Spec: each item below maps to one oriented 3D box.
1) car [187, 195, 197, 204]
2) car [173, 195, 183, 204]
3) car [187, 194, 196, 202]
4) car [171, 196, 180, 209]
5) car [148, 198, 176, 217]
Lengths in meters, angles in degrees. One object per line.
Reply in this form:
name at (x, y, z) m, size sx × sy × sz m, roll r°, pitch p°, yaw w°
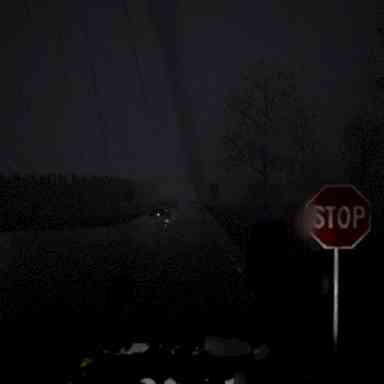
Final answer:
car at (-0.016, 1.521, 60.409) m, size 1.895 × 1.301 × 4.718 m, roll 0°, pitch 0°, yaw 1°
car at (-2.849, 1.266, 62.298) m, size 2.097 × 1.767 × 4.553 m, roll 0°, pitch 0°, yaw 0°
car at (-0.075, 1.284, 70.431) m, size 1.882 × 1.535 × 5.008 m, roll 0°, pitch 0°, yaw 0°
car at (-2.893, 1.520, 43.052) m, size 1.994 × 1.385 × 4.181 m, roll 0°, pitch 0°, yaw 0°
car at (-2.882, 1.524, 31.060) m, size 2.033 × 1.411 × 5.357 m, roll 0°, pitch 0°, yaw 0°
